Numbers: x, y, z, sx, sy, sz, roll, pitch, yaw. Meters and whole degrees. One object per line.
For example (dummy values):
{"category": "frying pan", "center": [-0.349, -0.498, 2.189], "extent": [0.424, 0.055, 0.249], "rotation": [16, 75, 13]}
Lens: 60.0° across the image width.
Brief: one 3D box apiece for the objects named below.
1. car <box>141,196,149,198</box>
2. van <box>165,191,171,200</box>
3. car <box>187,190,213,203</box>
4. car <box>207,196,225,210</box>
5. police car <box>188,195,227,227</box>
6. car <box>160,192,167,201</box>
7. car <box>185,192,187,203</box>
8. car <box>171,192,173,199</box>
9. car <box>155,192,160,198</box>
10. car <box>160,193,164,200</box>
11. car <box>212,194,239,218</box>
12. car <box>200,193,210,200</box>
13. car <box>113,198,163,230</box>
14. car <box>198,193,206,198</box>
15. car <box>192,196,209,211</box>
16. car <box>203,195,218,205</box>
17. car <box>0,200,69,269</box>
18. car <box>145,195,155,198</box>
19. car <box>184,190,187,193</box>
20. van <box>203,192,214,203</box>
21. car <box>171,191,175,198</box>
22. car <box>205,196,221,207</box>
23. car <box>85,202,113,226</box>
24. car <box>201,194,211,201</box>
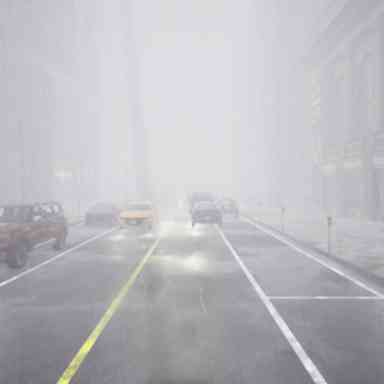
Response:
{"category": "car", "center": [-5.773, 1.347, 33.433], "extent": [1.802, 1.307, 4.206], "rotation": [0, 0, 0]}
{"category": "van", "center": [-5.786, 0.874, 67.042], "extent": [1.690, 1.788, 3.998], "rotation": [0, 0, 0]}
{"category": "car", "center": [0.808, 1.001, 31.541], "extent": [2.150, 2.045, 5.566], "rotation": [0, 0, -1]}
{"category": "car", "center": [2.750, 1.250, 39.216], "extent": [1.752, 1.417, 4.829], "rotation": [0, 0, 0]}
{"category": "police car", "center": [0.891, 1.272, 21.631], "extent": [1.930, 1.638, 5.238], "rotation": [0, 0, 0]}
{"category": "car", "center": [-5.782, 1.155, 55.840], "extent": [1.887, 1.381, 4.507], "rotation": [0, 0, 0]}
{"category": "car", "center": [-0.022, 1.135, 55.913], "extent": [1.812, 1.442, 4.674], "rotation": [0, 0, 0]}
{"category": "car", "center": [-5.789, 1.076, 72.645], "extent": [1.802, 1.307, 4.206], "rotation": [0, 0, 0]}
{"category": "car", "center": [-5.777, 1.128, 44.635], "extent": [1.967, 1.590, 4.097], "rotation": [0, 0, 0]}
{"category": "car", "center": [-5.780, 1.193, 50.238], "extent": [1.887, 1.381, 4.507], "rotation": [0, 0, 0]}
{"category": "car", "center": [2.755, 1.243, 27.841], "extent": [1.967, 1.590, 4.097], "rotation": [0, 0, 0]}
{"category": "car", "center": [2.737, 0.933, 72.657], "extent": [1.967, 1.590, 4.097], "rotation": [0, 0, 0]}
{"category": "car", "center": [-3.107, 1.335, 20.176], "extent": [1.882, 1.535, 5.008], "rotation": [0, 0, 0]}
{"category": "car", "center": [2.730, 0.922, 89.464], "extent": [1.887, 1.381, 4.507], "rotation": [0, 0, 0]}
{"category": "car", "center": [0.885, 1.262, 37.521], "extent": [1.812, 1.442, 4.674], "rotation": [0, 0, 0]}
{"category": "car", "center": [2.746, 1.192, 50.250], "extent": [1.887, 1.381, 4.507], "rotation": [0, 0, 0]}
{"category": "car", "center": [-5.763, 1.237, 11.025], "extent": [2.192, 1.841, 5.009], "rotation": [0, 0, 0]}
{"category": "car", "center": [-5.775, 1.253, 38.865], "extent": [1.752, 1.417, 4.829], "rotation": [0, 0, 0]}
{"category": "car", "center": [-0.030, 0.584, 76.215], "extent": [2.150, 2.045, 5.566], "rotation": [0, 0, 0]}
{"category": "van", "center": [2.744, 0.950, 55.850], "extent": [1.690, 1.788, 3.998], "rotation": [0, 0, 0]}
{"category": "car", "center": [-5.790, 0.895, 78.246], "extent": [1.967, 1.590, 4.097], "rotation": [0, 0, 0]}
{"category": "car", "center": [2.748, 1.231, 44.648], "extent": [1.887, 1.381, 4.507], "rotation": [0, 0, 0]}
{"category": "car", "center": [-5.769, 1.388, 22.230], "extent": [1.887, 1.381, 4.507], "rotation": [0, 0, 0]}
{"category": "car", "center": [2.739, 1.076, 67.057], "extent": [1.887, 1.381, 4.507], "rotation": [0, 0, 0]}
